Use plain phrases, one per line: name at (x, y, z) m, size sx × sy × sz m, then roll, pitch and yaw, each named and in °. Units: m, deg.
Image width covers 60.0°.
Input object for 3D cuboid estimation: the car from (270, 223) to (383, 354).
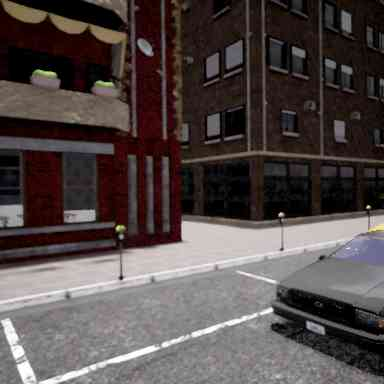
car at (3.867, 1.441, 6.130) m, size 5.357 × 1.411 × 2.033 m, roll -1°, pitch 1°, yaw -35°
